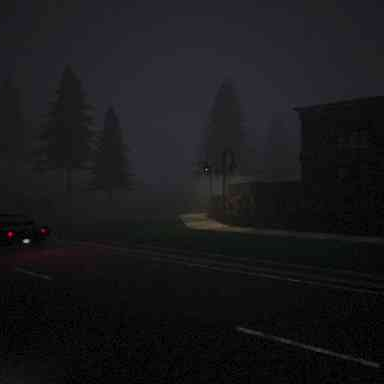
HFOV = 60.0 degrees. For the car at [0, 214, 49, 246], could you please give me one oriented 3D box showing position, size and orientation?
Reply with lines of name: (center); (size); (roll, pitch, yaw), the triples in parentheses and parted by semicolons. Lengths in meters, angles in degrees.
car: (-8.205, 1.601, 14.148); (4.718, 1.301, 1.895); (0, 0, 36)
